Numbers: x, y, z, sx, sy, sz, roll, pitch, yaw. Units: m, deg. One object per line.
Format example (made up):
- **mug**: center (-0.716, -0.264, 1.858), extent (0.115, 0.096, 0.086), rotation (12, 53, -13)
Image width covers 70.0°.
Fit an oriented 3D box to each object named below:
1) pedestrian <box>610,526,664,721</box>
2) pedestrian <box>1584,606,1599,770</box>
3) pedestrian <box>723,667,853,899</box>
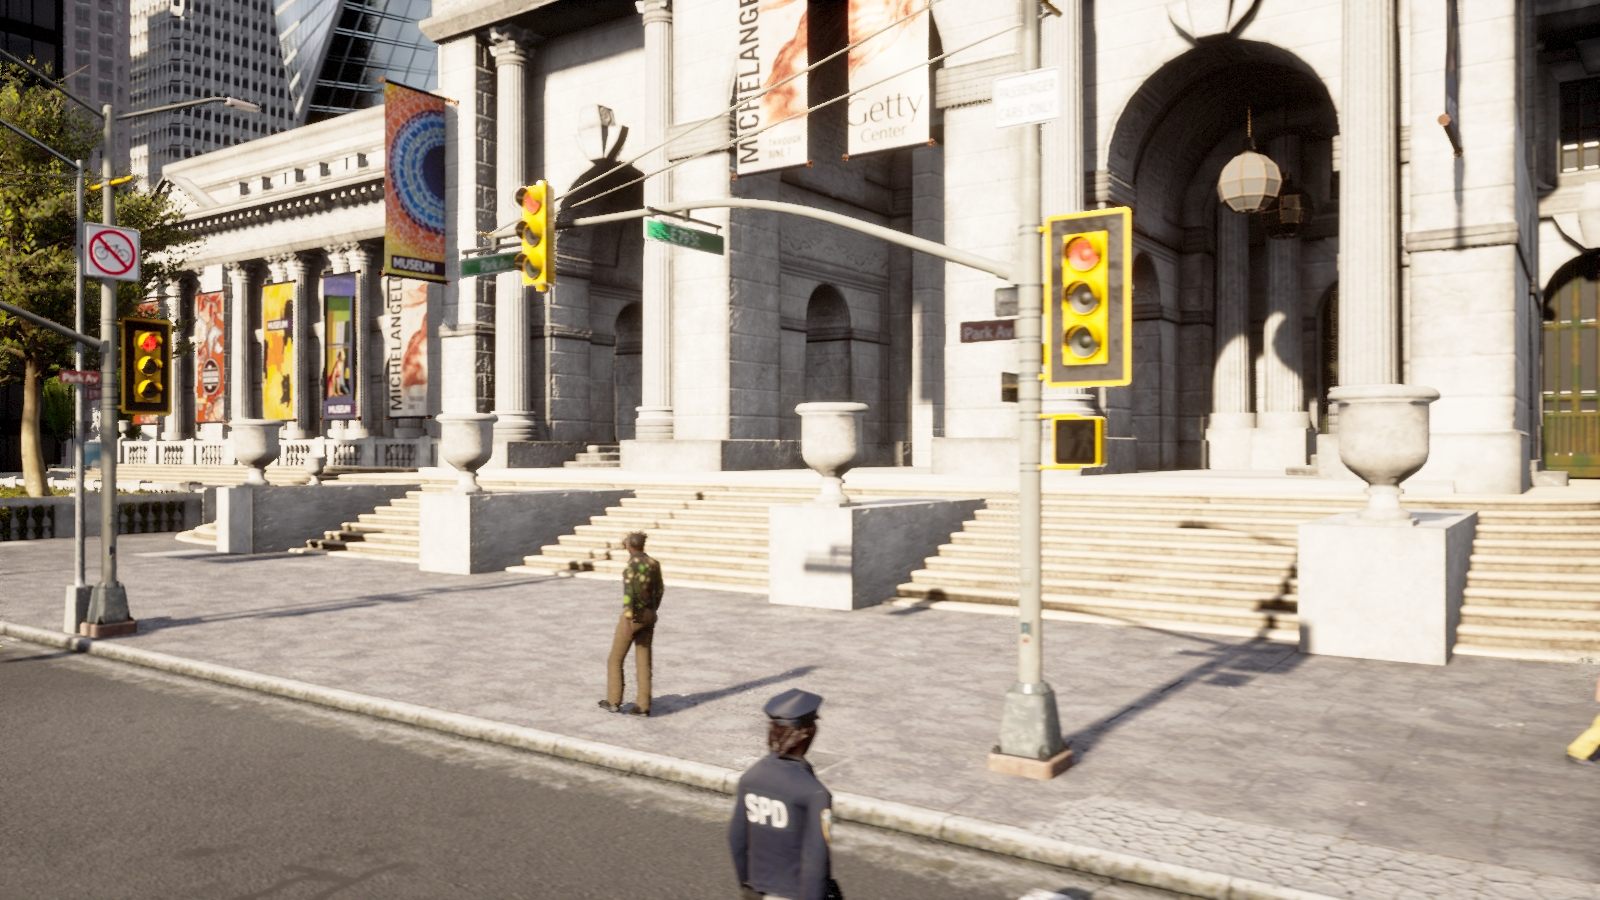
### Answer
- **pedestrian**: center (-1.622, 1.703, 11.363), extent (0.375, 1.860, 0.375), rotation (0, 0, 45)
- **pedestrian**: center (6.765, 1.977, 9.496), extent (0.375, 1.300, 0.375), rotation (0, 0, 30)
- **pedestrian**: center (-0.047, 1.852, 4.596), extent (0.375, 1.860, 0.375), rotation (0, 0, 34)
